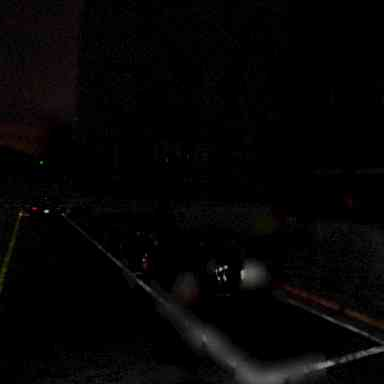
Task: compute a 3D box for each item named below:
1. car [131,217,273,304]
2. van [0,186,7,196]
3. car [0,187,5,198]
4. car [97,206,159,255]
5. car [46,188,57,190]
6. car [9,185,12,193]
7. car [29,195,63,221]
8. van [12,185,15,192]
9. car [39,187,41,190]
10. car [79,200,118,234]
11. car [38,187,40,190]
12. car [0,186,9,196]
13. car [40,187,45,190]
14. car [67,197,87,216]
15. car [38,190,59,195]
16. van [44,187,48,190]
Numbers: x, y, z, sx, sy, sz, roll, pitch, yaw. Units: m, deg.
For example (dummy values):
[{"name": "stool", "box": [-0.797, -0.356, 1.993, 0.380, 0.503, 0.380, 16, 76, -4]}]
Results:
[{"name": "car", "box": [0.145, 1.537, 8.094, 1.947, 1.339, 4.313, 1, 1, -26]}, {"name": "van", "box": [-35.736, -0.157, 62.158, 1.690, 1.788, 3.998, 1, 1, -26]}, {"name": "car", "box": [-30.758, 0.317, 51.955, 1.802, 1.307, 4.206, 1, 1, -26]}, {"name": "car", "box": [-2.139, 1.444, 12.769, 1.947, 1.339, 4.313, 1, 1, -26]}, {"name": "car", "box": [-23.179, 0.485, 55.858, 1.752, 1.417, 4.829, 1, 1, -26]}, {"name": "car", "box": [-38.227, -0.303, 67.260, 2.192, 1.841, 5.009, 1, 1, -26]}, {"name": "car", "box": [-10.038, 1.141, 22.829, 1.994, 1.385, 4.181, 2, 0, -25]}, {"name": "van", "box": [-45.702, -0.642, 82.569, 1.690, 1.788, 3.998, 1, 1, -26]}, {"name": "car", "box": [-35.562, -0.088, 81.218, 1.887, 1.381, 4.507, 1, 1, -26]}, {"name": "car", "box": [-4.421, 1.335, 17.442, 2.008, 1.369, 4.403, 1, 1, -26]}, {"name": "car", "box": [-38.054, -0.204, 86.320, 2.008, 1.369, 4.403, 1, 1, -26]}, {"name": "car", "box": [-33.244, -0.066, 57.055, 2.192, 1.841, 5.009, 1, 1, -26]}, {"name": "car", "box": [-33.145, 0.011, 76.268, 1.752, 1.417, 4.829, 1, 1, -26]}, {"name": "car", "box": [-9.060, 1.114, 26.944, 1.752, 1.417, 4.829, 1, 1, -26]}, {"name": "car", "box": [-15.443, 0.840, 35.460, 1.837, 1.490, 4.892, 2, 0, -18]}, {"name": "van", "box": [-25.592, 0.188, 60.806, 1.690, 1.788, 3.998, 1, 1, -26]}]
